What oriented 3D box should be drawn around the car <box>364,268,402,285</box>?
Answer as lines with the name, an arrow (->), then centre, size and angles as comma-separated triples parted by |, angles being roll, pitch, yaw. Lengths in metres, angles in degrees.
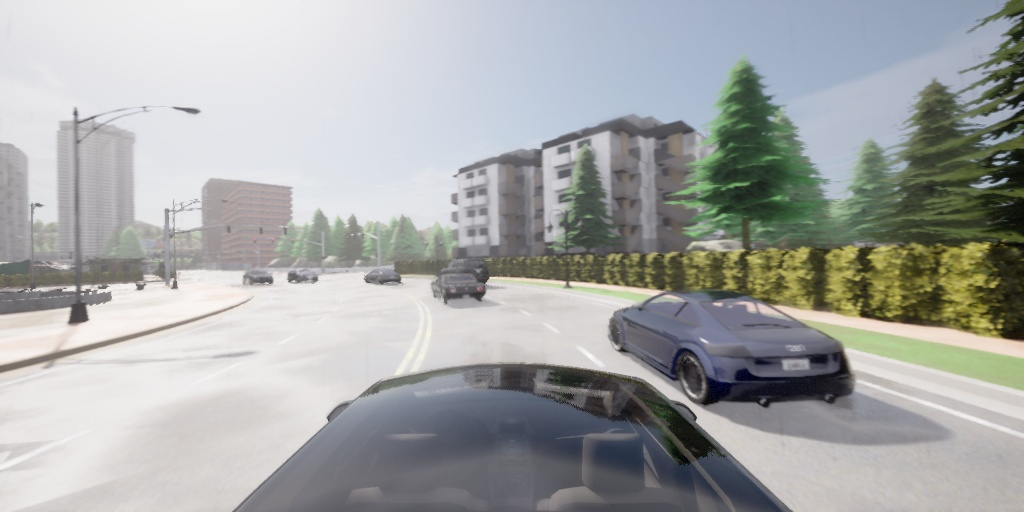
car -> -11.650, 1.812, 32.214 | 1.994, 1.385, 4.181 | -1, -1, -43

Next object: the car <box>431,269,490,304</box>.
car -> -2.791, 1.530, 17.745 | 1.895, 1.301, 4.718 | -1, 0, -21

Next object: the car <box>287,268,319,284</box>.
car -> -21.579, 2.019, 36.938 | 4.902, 1.511, 2.128 | -2, -1, 43

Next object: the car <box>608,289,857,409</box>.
car -> 3.195, 1.265, 6.231 | 1.994, 1.385, 4.181 | -1, 0, -4

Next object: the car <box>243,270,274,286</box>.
car -> -25.120, 2.112, 35.460 | 4.892, 1.490, 1.837 | -3, -1, 43

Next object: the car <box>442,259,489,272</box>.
car -> -3.689, 1.238, 27.314 | 2.150, 2.045, 5.566 | -1, -1, -31
